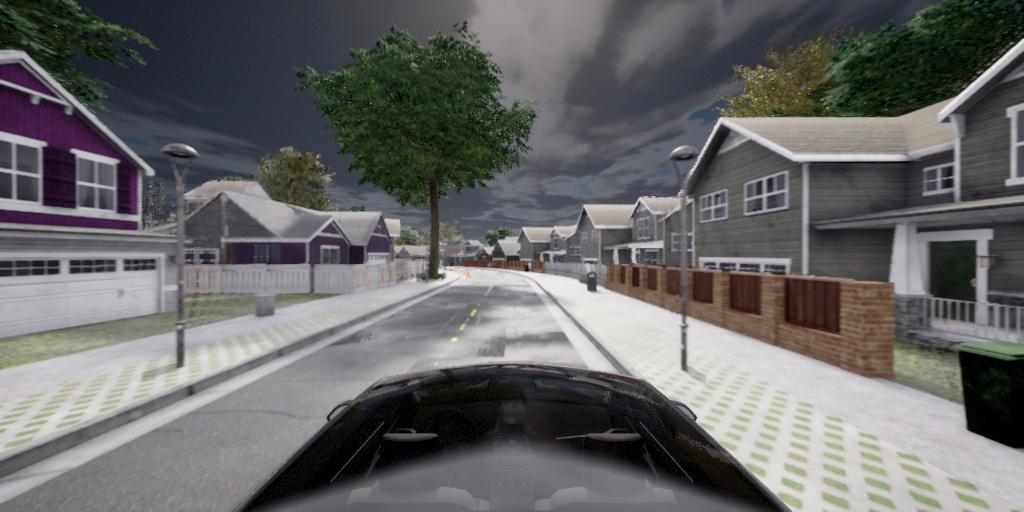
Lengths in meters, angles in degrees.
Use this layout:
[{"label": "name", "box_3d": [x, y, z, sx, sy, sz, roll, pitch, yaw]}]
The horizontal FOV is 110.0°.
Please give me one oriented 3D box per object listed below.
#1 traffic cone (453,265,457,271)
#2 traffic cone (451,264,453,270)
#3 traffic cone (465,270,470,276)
[{"label": "traffic cone", "box_3d": [-9.005, 2.157, 58.269, 0.340, 0.580, 0.340, 0, 0, -18]}, {"label": "traffic cone", "box_3d": [-10.628, 2.194, 62.875, 0.340, 0.580, 0.340, 0, 0, -21]}, {"label": "traffic cone", "box_3d": [-4.709, 1.938, 39.238, 0.340, 0.580, 0.340, 0, 0, -7]}]
